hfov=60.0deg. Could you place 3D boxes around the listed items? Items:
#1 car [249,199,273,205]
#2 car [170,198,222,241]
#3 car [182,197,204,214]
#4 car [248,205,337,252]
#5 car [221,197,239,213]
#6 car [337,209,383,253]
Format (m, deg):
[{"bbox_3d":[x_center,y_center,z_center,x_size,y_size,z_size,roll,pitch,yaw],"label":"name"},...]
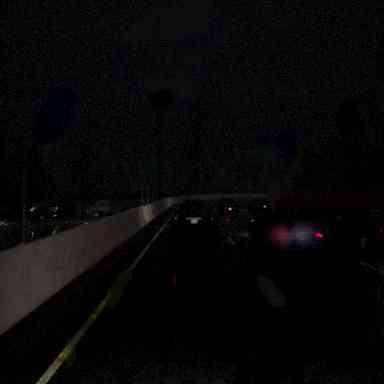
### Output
[{"bbox_3d":[7.090,1.387,34.461,1.994,1.385,4.181,0,0,0],"label":"car"},{"bbox_3d":[0.095,1.268,16.316,2.097,1.767,4.553,0,0,0],"label":"car"},{"bbox_3d":[0.091,1.317,33.791,2.128,1.511,4.902,0,0,0],"label":"car"},{"bbox_3d":[3.596,1.478,13.465,2.033,1.411,5.357,0,0,0],"label":"car"},{"bbox_3d":[3.589,1.331,33.857,1.837,1.490,4.892,0,0,0],"label":"car"},{"bbox_3d":[7.097,1.409,13.292,1.882,1.535,5.008,0,0,0],"label":"car"}]
